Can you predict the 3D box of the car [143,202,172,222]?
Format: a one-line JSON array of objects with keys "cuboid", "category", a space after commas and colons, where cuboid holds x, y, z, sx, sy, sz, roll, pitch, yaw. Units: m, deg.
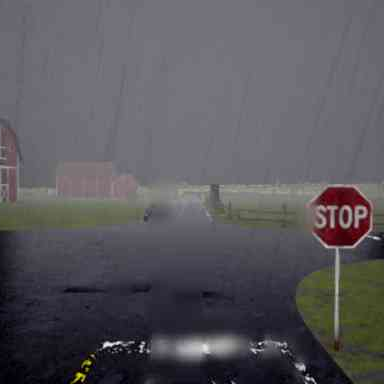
[{"cuboid": [-2.598, 1.542, 26.477, 2.033, 1.411, 5.357, 0, 0, 0], "category": "car"}]
